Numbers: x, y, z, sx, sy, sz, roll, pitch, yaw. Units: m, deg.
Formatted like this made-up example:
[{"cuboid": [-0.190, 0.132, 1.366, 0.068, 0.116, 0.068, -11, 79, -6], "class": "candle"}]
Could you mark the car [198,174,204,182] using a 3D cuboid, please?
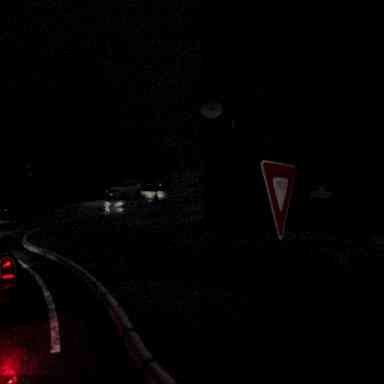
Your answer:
[{"cuboid": [2.218, -2.929, 68.393, 1.882, 1.535, 5.008, 0, 5, 5], "class": "car"}]

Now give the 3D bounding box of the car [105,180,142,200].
[{"cuboid": [-7.975, -0.335, 39.182, 2.150, 2.045, 5.566, 0, 5, 20], "class": "car"}]

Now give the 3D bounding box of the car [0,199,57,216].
[{"cuboid": [-13.245, 1.292, 26.417, 1.895, 1.301, 4.718, 0, 3, 25], "class": "car"}]

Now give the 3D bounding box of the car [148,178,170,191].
[{"cuboid": [-4.808, -1.199, 49.087, 2.097, 1.767, 4.553, 0, 5, 15], "class": "car"}]

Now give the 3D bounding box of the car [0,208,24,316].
[{"cuboid": [-4.961, 1.391, 6.990, 2.097, 1.767, 4.553, 0, 0, -34], "class": "car"}]
